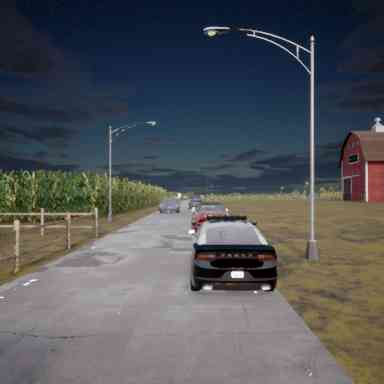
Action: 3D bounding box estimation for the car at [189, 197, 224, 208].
[{"bbox_3d":[1.036,1.366,19.002,2.097,1.767,4.553,0,0,1],"label":"car"}]

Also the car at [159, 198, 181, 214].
[{"bbox_3d":[-2.349,1.393,35.678,2.097,1.767,4.553,0,0,1],"label":"car"}]

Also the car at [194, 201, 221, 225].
[{"bbox_3d":[1.105,1.527,25.033,1.837,1.490,4.892,0,0,1],"label":"car"}]

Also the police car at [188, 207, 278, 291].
[{"bbox_3d":[0.926,1.430,9.140,1.930,1.638,5.238,0,0,1],"label":"police car"}]

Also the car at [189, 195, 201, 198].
[{"bbox_3d":[0.532,1.597,46.473,2.128,1.511,4.902,0,0,1],"label":"car"}]
